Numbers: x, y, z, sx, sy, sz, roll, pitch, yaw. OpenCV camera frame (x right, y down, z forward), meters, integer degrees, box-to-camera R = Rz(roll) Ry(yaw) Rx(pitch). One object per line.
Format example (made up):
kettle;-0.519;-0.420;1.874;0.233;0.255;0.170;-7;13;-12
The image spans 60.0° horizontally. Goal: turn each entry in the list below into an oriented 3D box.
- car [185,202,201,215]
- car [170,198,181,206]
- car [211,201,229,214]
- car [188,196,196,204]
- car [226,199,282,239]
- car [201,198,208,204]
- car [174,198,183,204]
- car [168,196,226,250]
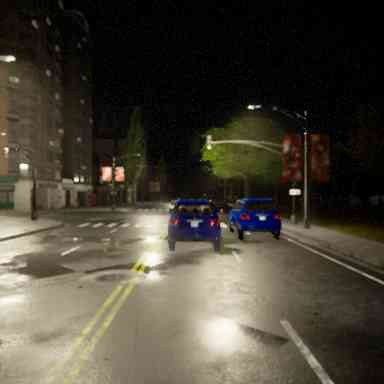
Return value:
car;0.103;1.931;39.934;1.895;1.301;4.718;0;0;0
car;-3.250;2.031;66.759;1.882;1.535;5.008;0;0;0
car;3.353;1.839;40.395;1.837;1.490;4.892;0;0;0
car;0.007;1.954;85.901;2.150;2.045;5.566;0;-1;0
car;3.354;1.376;18.601;2.150;2.045;5.566;0;-1;0
car;3.257;2.268;86.251;1.812;1.442;4.674;0;-1;0
car;-3.244;2.244;82.382;2.033;1.411;5.357;0;-1;0
car;0.101;1.349;15.260;2.150;2.045;5.566;0;-1;0
